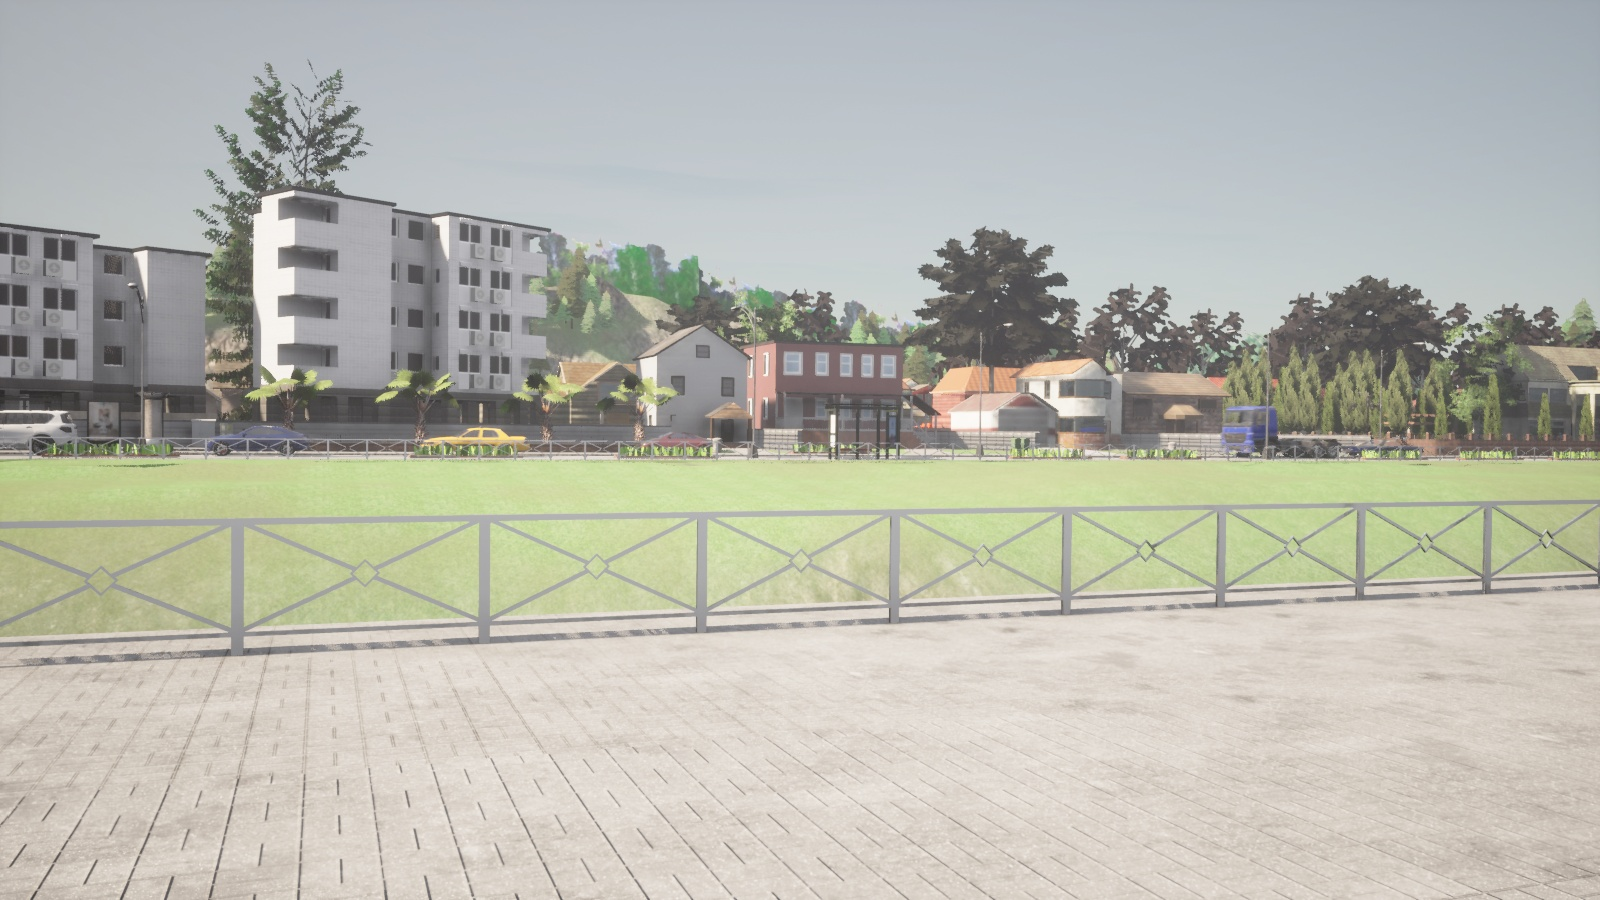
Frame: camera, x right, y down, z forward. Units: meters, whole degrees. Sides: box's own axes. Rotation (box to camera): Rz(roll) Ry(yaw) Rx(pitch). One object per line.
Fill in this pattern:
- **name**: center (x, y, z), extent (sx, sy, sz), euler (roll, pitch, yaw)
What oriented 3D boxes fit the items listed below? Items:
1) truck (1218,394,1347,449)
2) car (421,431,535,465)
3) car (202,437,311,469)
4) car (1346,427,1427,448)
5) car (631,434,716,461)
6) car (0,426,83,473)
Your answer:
- **truck**: center (31.413, -1.853, 81.698), extent (7.936, 3.462, 2.891), euler (-1, 1, -21)
- **car**: center (-16.302, -0.122, 63.595), extent (5.366, 1.575, 1.801), euler (-1, 1, -21)
- **car**: center (-25.875, 0.128, 59.962), extent (4.674, 1.442, 1.812), euler (-1, 1, -21)
- **car**: center (37.198, -0.799, 79.628), extent (4.718, 1.301, 1.895), euler (-1, 1, -21)
- **car**: center (-6.784, -0.158, 67.204), extent (4.181, 1.385, 1.994), euler (-1, 1, -20)
- **car**: center (-35.514, -0.015, 56.302), extent (5.566, 2.045, 2.150), euler (-1, 1, -21)
